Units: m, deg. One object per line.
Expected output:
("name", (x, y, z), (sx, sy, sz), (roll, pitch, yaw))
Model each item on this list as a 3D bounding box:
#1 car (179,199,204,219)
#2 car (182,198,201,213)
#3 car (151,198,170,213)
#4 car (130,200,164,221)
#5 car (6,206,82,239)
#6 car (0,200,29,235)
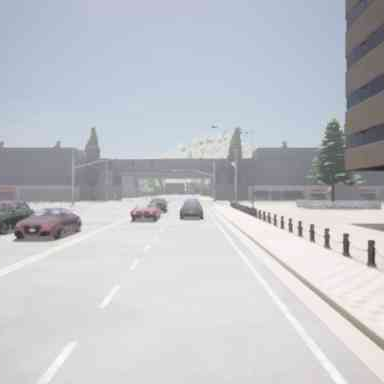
("car", (0.006, 1.478, 27.813), (1.994, 1.385, 4.181), (0, 0, 2))
("car", (0.014, 1.433, 37.320), (2.033, 1.411, 5.357), (0, 0, 1))
("car", (-3.506, 1.398, 34.909), (1.837, 1.490, 4.892), (0, 0, 0))
("car", (-3.504, 1.521, 25.963), (1.895, 1.301, 4.718), (0, 0, 0))
("car", (-7.079, 1.512, 16.764), (1.994, 1.385, 4.181), (0, 0, 1))
("car", (-10.510, 1.293, 18.248), (2.097, 1.767, 4.553), (0, 0, 0))
